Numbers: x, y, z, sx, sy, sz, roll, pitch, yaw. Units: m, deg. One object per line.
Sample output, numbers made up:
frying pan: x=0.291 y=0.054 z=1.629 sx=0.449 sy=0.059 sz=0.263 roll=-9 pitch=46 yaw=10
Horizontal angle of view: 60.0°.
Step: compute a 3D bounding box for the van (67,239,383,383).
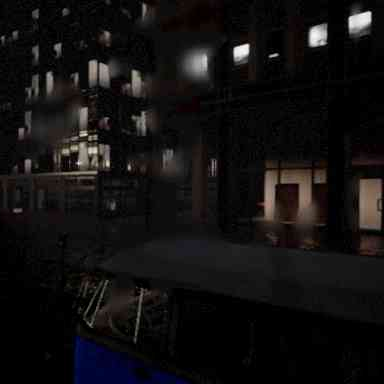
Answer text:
van: x=0.851 y=1.337 z=2.263 sx=3.998 sy=1.788 sz=1.690 roll=0 pitch=1 yaw=35
